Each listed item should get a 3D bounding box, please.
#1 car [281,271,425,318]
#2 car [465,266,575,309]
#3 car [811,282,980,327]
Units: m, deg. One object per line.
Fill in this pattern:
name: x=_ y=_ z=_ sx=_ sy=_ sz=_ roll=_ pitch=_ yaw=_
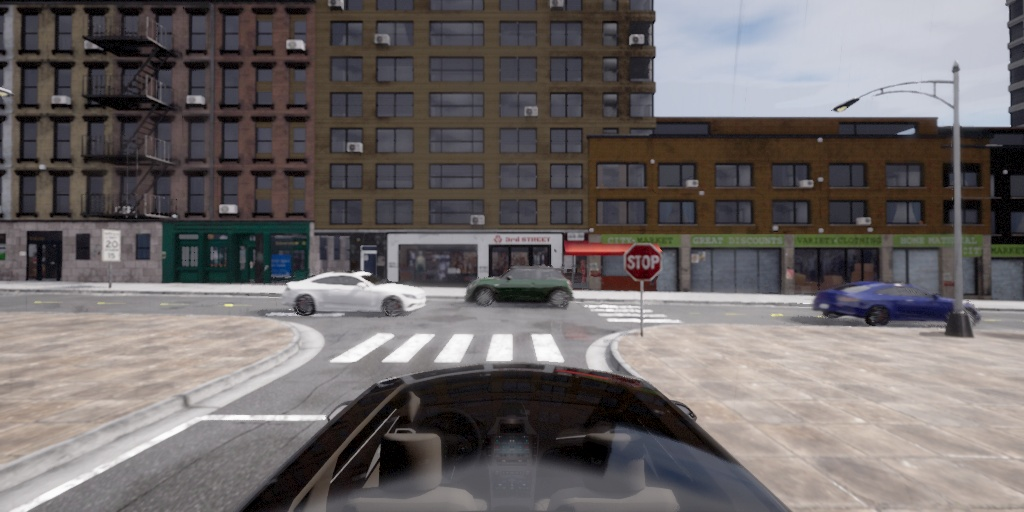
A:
car: x=-5.411 y=1.267 z=12.464 sx=4.674 sy=1.442 sz=1.812 roll=1 pitch=-1 yaw=0
car: x=0.315 y=1.224 z=15.428 sx=4.553 sy=1.767 sz=2.097 roll=1 pitch=-1 yaw=0
car: x=13.166 y=1.637 z=12.496 sx=4.674 sy=1.442 sz=1.812 roll=1 pitch=-1 yaw=0
